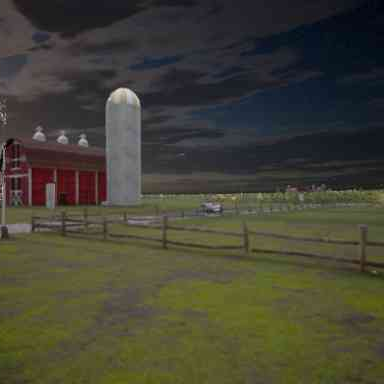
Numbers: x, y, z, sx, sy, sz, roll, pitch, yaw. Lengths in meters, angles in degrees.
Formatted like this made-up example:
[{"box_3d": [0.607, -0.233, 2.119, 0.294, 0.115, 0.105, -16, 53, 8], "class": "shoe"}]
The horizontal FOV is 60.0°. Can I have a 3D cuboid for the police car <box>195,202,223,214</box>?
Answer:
[{"box_3d": [2.329, 2.186, 45.960, 2.038, 1.542, 4.974, -1, -1, 35], "class": "police car"}]
